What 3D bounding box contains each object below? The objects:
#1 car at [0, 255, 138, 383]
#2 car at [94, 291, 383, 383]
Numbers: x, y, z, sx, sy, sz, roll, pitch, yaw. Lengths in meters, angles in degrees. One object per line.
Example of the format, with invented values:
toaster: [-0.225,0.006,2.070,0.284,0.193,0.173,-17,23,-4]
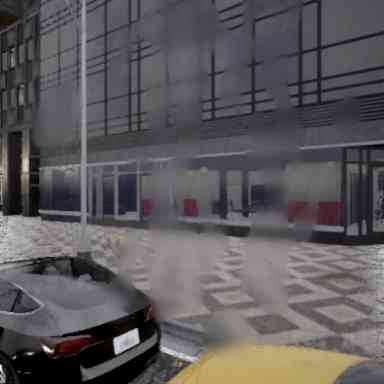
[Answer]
car: [-2.368,1.584,4.650,4.313,1.339,1.947,0,0,36]
car: [1.800,1.523,1.677,4.829,1.417,1.752,0,0,35]
